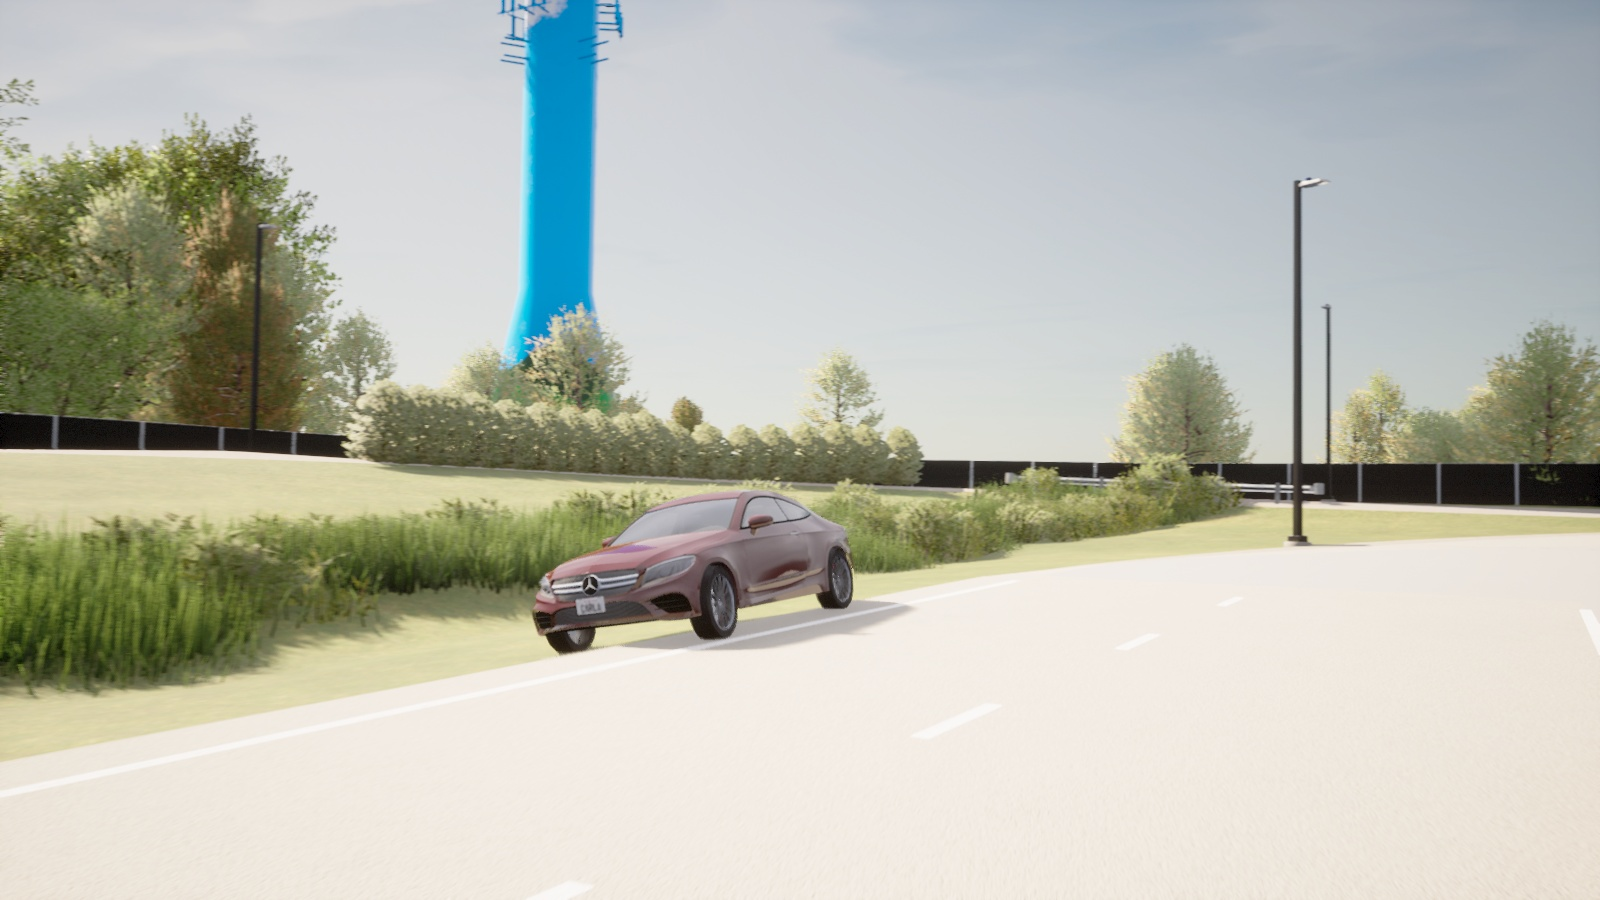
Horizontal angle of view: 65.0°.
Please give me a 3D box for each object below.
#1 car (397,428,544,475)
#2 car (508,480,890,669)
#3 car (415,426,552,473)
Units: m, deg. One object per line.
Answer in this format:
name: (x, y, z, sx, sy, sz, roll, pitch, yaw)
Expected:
car: (-12.960, 0.113, 49.651, 5.366, 1.575, 1.801, 4, -4, -43)
car: (-0.811, 1.181, 13.293, 1.812, 1.442, 4.674, -10, -5, 24)
car: (-11.532, 0.039, 45.993, 1.812, 1.442, 4.674, -1, -4, 39)
